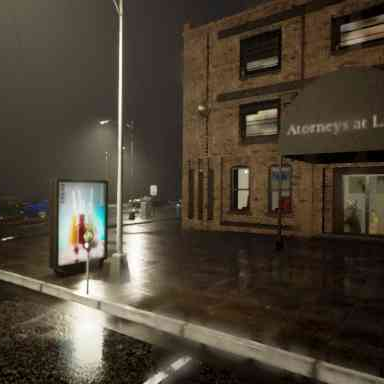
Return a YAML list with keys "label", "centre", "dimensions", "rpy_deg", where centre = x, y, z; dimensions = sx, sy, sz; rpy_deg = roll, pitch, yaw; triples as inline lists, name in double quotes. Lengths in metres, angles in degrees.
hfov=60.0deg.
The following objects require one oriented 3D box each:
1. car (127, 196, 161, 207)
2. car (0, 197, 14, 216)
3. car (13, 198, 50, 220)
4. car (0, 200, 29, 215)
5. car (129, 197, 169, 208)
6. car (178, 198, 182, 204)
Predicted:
- label: "car"
  centre: [-6.481, 1.310, 45.726]
  dimensions: [1.895, 1.301, 4.718]
  rpy_deg: [1, 1, 36]
- label: "car"
  centre: [-15.963, 1.228, 27.107]
  dimensions: [2.097, 1.767, 4.553]
  rpy_deg: [1, 1, 35]
- label: "car"
  centre: [-11.521, 1.379, 27.423]
  dimensions: [1.882, 1.535, 5.008]
  rpy_deg: [1, 1, 36]
- label: "car"
  centre: [-17.702, 1.425, 30.319]
  dimensions: [1.895, 1.301, 4.718]
  rpy_deg: [1, 1, 33]
- label: "car"
  centre: [-5.108, 1.311, 42.104]
  dimensions: [2.033, 1.411, 5.357]
  rpy_deg: [1, 1, 36]
- label: "car"
  centre: [-0.369, 1.176, 54.050]
  dimensions: [1.812, 1.442, 4.674]
  rpy_deg: [1, 1, 37]
